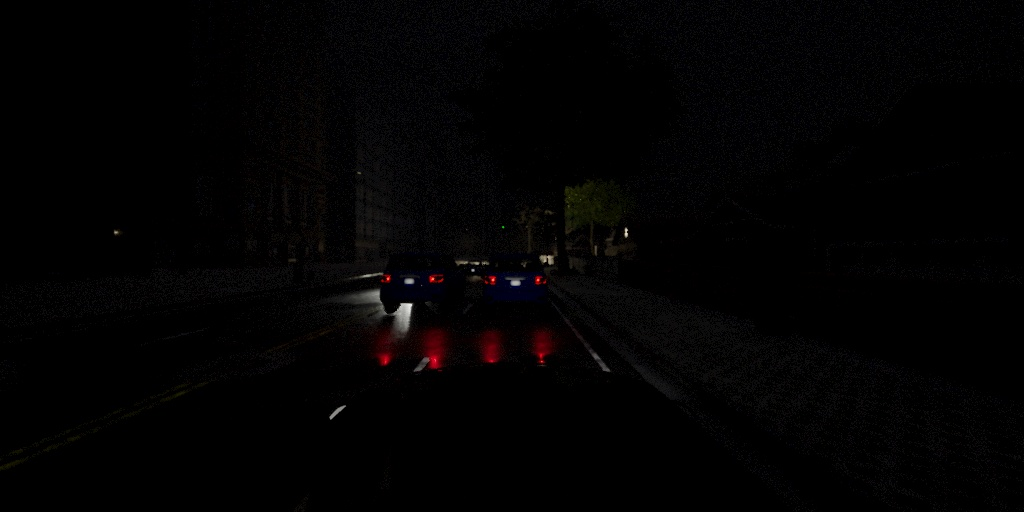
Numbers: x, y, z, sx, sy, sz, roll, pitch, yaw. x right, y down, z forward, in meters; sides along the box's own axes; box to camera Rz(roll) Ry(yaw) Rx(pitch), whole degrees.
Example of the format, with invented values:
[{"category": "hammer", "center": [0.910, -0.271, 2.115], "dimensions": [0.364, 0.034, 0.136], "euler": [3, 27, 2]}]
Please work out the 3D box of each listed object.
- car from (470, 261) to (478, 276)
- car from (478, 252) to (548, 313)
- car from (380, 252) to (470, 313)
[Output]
[{"category": "car", "center": [-3.126, 1.092, 30.787], "dimensions": [1.994, 1.385, 4.181], "euler": [0, 0, 0]}, {"category": "car", "center": [0.108, 0.880, 13.635], "dimensions": [2.150, 2.045, 5.566], "euler": [0, 1, 0]}, {"category": "car", "center": [-3.140, 0.874, 13.661], "dimensions": [2.150, 2.045, 5.566], "euler": [0, 0, 0]}]
